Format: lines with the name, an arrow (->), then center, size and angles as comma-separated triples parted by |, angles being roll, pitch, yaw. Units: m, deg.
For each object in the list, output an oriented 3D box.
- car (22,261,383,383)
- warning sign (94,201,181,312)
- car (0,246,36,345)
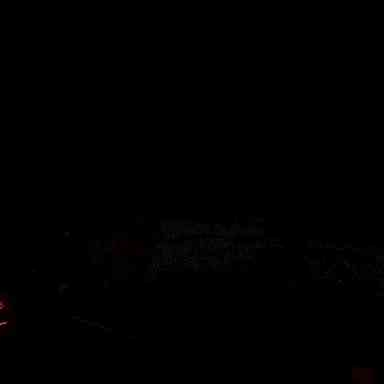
car -> 0.758, 1.443, 2.539 | 4.097, 1.590, 1.967 | 0, 0, 36
warning sign -> -1.043, 1.136, 6.549 | 1.060, 1.860, 1.300 | 0, 0, 36
car -> -3.825, 1.611, 5.827 | 4.206, 1.307, 1.802 | 0, 0, 36
